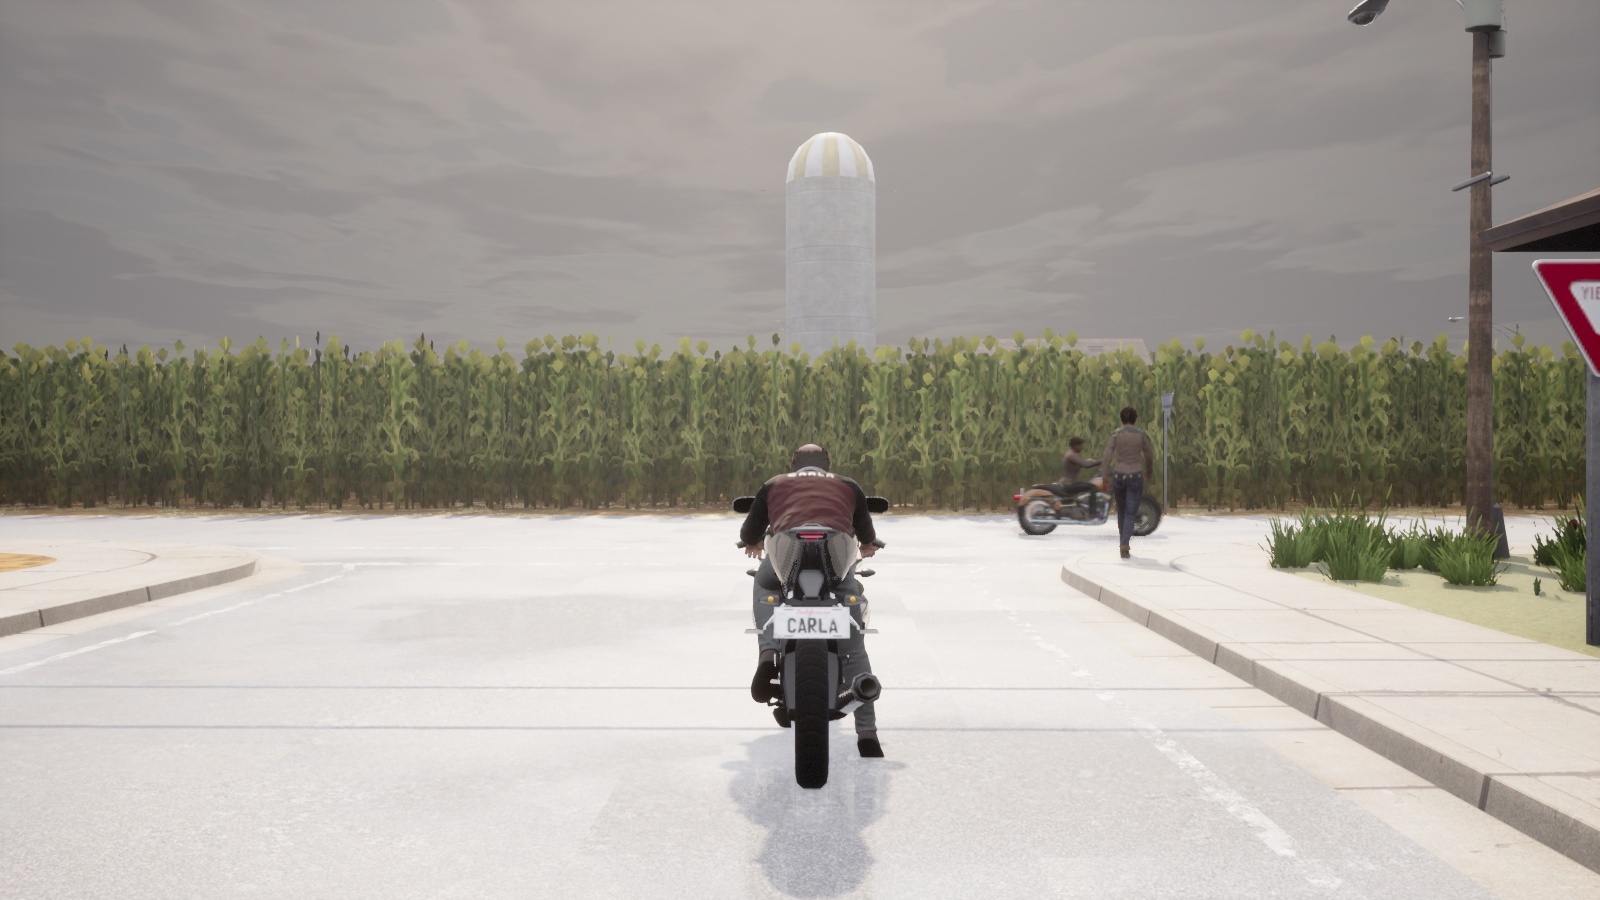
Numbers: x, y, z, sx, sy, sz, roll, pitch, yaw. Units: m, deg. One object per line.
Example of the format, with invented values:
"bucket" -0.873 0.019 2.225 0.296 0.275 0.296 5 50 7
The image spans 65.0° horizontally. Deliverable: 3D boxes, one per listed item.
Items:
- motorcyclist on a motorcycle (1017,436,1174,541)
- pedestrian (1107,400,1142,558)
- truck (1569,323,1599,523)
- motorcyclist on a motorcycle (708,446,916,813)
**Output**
"motorcyclist on a motorcycle" 4.757 0.606 20.345 2.350 1.649 0.766 1 0 1
"pedestrian" 3.847 0.328 14.855 0.328 1.805 0.869 0 0 19
"truck" 19.560 -0.508 23.523 8.468 3.827 2.891 0 0 1
"motorcyclist on a motorcycle" 0.055 0.746 6.339 0.866 1.530 2.191 0 0 0
